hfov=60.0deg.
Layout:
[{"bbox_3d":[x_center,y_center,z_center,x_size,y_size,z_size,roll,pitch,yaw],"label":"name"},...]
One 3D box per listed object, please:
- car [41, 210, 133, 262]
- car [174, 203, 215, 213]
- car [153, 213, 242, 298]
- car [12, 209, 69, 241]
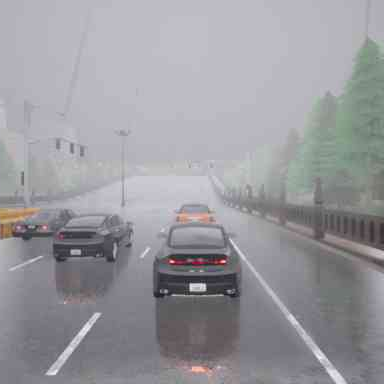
[{"bbox_3d":[-3.376,1.504,12.092,1.837,1.490,4.892,0,0,0],"label":"car"},{"bbox_3d":[0.133,1.351,17.536,2.097,1.767,4.553,0,0,0],"label":"car"},{"bbox_3d":[0.116,1.504,8.521,1.837,1.490,4.892,0,0,0],"label":"car"},{"bbox_3d":[-6.868,1.546,16.751,2.033,1.411,5.357,0,0,0],"label":"car"}]
